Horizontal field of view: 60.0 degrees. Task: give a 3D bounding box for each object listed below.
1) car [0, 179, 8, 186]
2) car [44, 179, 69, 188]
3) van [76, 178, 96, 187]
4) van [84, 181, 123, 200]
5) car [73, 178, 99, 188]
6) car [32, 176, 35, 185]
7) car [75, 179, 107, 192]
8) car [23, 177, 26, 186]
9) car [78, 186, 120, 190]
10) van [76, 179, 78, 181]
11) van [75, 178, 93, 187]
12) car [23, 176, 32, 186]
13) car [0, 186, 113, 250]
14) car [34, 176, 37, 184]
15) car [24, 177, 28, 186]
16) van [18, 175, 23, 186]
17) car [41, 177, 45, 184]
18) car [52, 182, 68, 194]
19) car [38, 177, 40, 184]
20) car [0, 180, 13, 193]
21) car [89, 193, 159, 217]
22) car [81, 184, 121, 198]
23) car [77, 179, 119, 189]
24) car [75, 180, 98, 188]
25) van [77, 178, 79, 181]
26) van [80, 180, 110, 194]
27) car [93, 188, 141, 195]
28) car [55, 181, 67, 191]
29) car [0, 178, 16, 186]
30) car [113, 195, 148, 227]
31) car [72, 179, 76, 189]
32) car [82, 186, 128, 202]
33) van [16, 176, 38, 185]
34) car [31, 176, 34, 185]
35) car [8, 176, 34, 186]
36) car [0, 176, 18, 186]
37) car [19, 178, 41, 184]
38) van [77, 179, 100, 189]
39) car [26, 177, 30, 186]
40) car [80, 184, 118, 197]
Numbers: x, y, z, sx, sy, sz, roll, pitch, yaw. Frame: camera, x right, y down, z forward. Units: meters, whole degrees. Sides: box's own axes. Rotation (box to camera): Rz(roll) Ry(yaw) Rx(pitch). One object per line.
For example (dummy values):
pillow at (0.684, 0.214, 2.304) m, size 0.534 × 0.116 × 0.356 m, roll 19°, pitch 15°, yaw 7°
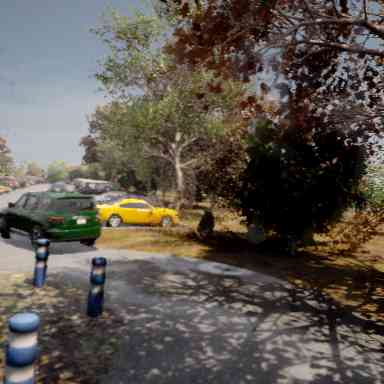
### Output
car at (-23.347, -0.481, 35.949) m, size 5.366 × 1.575 × 1.946 m, roll 2°, pitch 2°, yaw -20°
car at (-14.951, -0.206, 37.237) m, size 2.097 × 1.767 × 4.553 m, roll 2°, pitch 2°, yaw -20°
van at (-26.179, -2.230, 82.082) m, size 4.442 × 1.987 × 1.878 m, roll 2°, pitch 2°, yaw -20°
van at (-10.790, -0.203, 40.572) m, size 4.442 × 1.987 × 1.878 m, roll 2°, pitch 2°, yaw -20°
car at (-25.351, -2.136, 79.436) m, size 5.566 × 2.045 × 2.435 m, roll 2°, pitch 2°, yaw -20°
car at (-33.737, -1.872, 64.492) m, size 4.892 × 1.521 × 2.231 m, roll 2°, pitch 2°, yaw -20°
car at (-18.573, -1.261, 61.155) m, size 5.566 × 2.045 × 2.435 m, roll 2°, pitch 2°, yaw -20°
car at (-28.940, -1.222, 51.483) m, size 4.792 × 1.488 × 2.163 m, roll 2°, pitch 2°, yaw -20°
car at (-7.200, 0.606, 29.984) m, size 5.366 × 1.575 × 1.946 m, roll 2°, pitch 2°, yaw -20°
van at (-16.734, -0.990, 55.935) m, size 4.442 × 1.987 × 1.878 m, roll 2°, pitch 2°, yaw -20°
van at (-28.324, -2.487, 87.198) m, size 4.442 × 1.987 × 1.878 m, roll 2°, pitch 1°, yaw -20°
car at (-31.977, -1.634, 59.229) m, size 5.366 × 1.575 × 1.946 m, roll 2°, pitch 2°, yaw -20°
car at (-5.810, 0.998, 13.362) m, size 5.566 × 2.045 × 2.150 m, roll 4°, pitch 3°, yaw 42°
car at (-34.869, -2.008, 67.030) m, size 5.366 × 1.575 × 1.946 m, roll 2°, pitch 2°, yaw -20°
car at (-29.904, -1.347, 54.083) m, size 4.792 × 1.488 × 2.163 m, roll 2°, pitch 2°, yaw -20°
van at (-27.826, -1.347, 48.926) m, size 4.442 × 1.987 × 1.878 m, roll 2°, pitch 2°, yaw -20°
car at (-40.441, -2.995, 82.700) m, size 5.566 × 2.045 × 2.435 m, roll 2°, pitch 2°, yaw -20°
car at (-18.583, -0.598, 47.032) m, size 1.882 × 1.535 × 5.008 m, roll 2°, pitch 2°, yaw -20°
car at (-37.593, -2.372, 74.894) m, size 5.008 × 1.535 × 2.097 m, roll 2°, pitch 2°, yaw -20°
car at (-25.060, -0.743, 41.088) m, size 4.892 × 1.521 × 2.231 m, roll 2°, pitch 2°, yaw -20°
car at (-5.134, 0.941, 24.852) m, size 4.792 × 1.488 × 2.163 m, roll 2°, pitch 2°, yaw -20°
car at (-11.848, -0.094, 43.146) m, size 4.792 × 1.488 × 2.163 m, roll 2°, pitch 2°, yaw -20°
car at (-8.907, 0.069, 35.237) m, size 5.566 × 2.045 × 2.435 m, roll 2°, pitch 2°, yaw -20°
car at (-24.337, -1.755, 76.740) m, size 5.008 × 1.535 × 2.097 m, roll 2°, pitch 2°, yaw -20°
van at (-13.834, -0.613, 48.139) m, size 4.442 × 1.987 × 1.878 m, roll 2°, pitch 2°, yaw -21°
van at (-15.553, -0.857, 53.422) m, size 4.442 × 1.987 × 1.878 m, roll 2°, pitch 2°, yaw -20°
car at (-4.151, 0.930, 22.390) m, size 4.553 × 1.767 × 2.185 m, roll 2°, pitch 2°, yaw -20°
car at (-22.241, -1.037, 56.613) m, size 1.837 × 1.490 × 4.892 m, roll 2°, pitch 2°, yaw -20°
car at (-23.920, -0.603, 38.563) m, size 5.366 × 1.575 × 1.946 m, roll 2°, pitch 2°, yaw -20°
car at (-3.230, 1.202, 19.787) m, size 5.008 × 1.535 × 2.097 m, roll 2°, pitch 2°, yaw -20°
car at (-17.611, -1.136, 58.560) m, size 5.566 × 2.045 × 2.435 m, roll 2°, pitch 2°, yaw -20°
car at (-9.936, 0.199, 37.821) m, size 4.792 × 1.488 × 2.163 m, roll 2°, pitch 2°, yaw -20°
van at (-39.614, -2.850, 80.049) m, size 4.442 × 1.987 × 1.878 m, roll 2°, pitch 2°, yaw -20°
car at (-32.761, -1.747, 61.896) m, size 4.892 × 1.521 × 2.231 m, roll 2°, pitch 2°, yaw -20°
car at (-35.683, -2.249, 69.680) m, size 4.553 × 1.767 × 2.185 m, roll 2°, pitch 2°, yaw -20°
car at (-25.984, -0.999, 43.700) m, size 4.553 × 1.767 × 2.185 m, roll 2°, pitch 2°, yaw -20°
car at (-41.411, -2.809, 85.285) m, size 4.792 × 1.488 × 2.163 m, roll 2°, pitch 1°, yaw -20°
van at (-22.331, -1.733, 71.703) m, size 4.442 × 1.987 × 1.878 m, roll 2°, pitch 2°, yaw -20°
car at (-30.868, -1.471, 56.684) m, size 4.792 × 1.488 × 2.163 m, roll 2°, pitch 2°, yaw -20°
car at (-12.763, -0.224, 45.618) m, size 4.792 × 1.488 × 2.163 m, roll 2°, pitch 2°, yaw -20°
